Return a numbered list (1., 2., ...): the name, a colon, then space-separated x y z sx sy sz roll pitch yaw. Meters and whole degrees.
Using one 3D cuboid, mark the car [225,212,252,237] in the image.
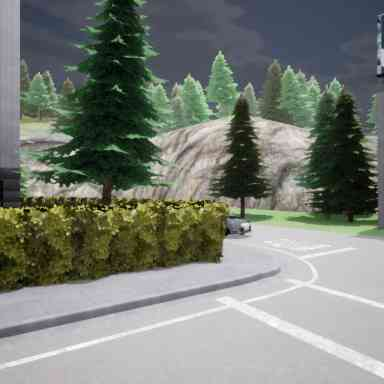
1. car: 1.221 1.668 19.335 2.128 1.511 4.902 0 0 -42
